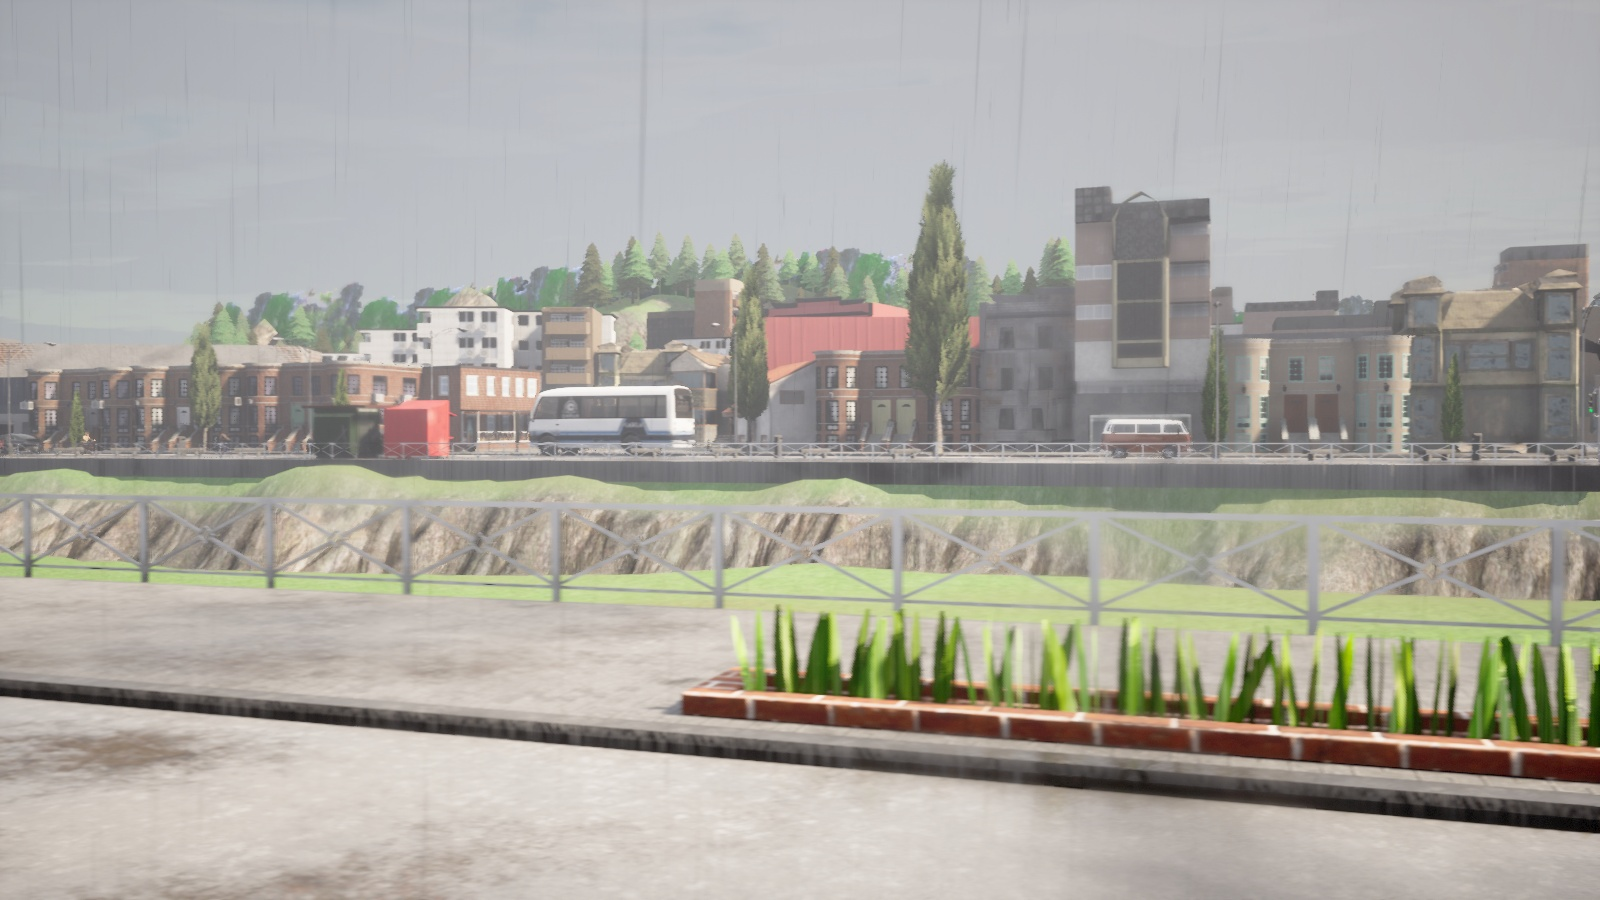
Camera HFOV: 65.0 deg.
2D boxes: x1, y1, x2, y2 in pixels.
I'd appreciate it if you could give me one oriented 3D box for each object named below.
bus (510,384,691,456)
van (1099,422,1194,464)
[{"bbox_3d":[-12.238,-1.831,77.142,10.273,4.253,3.944,1,1,19],"label":"bus"},{"bbox_3d":[17.401,-0.393,62.975,4.480,2.038,2.069,1,1,19],"label":"van"}]
